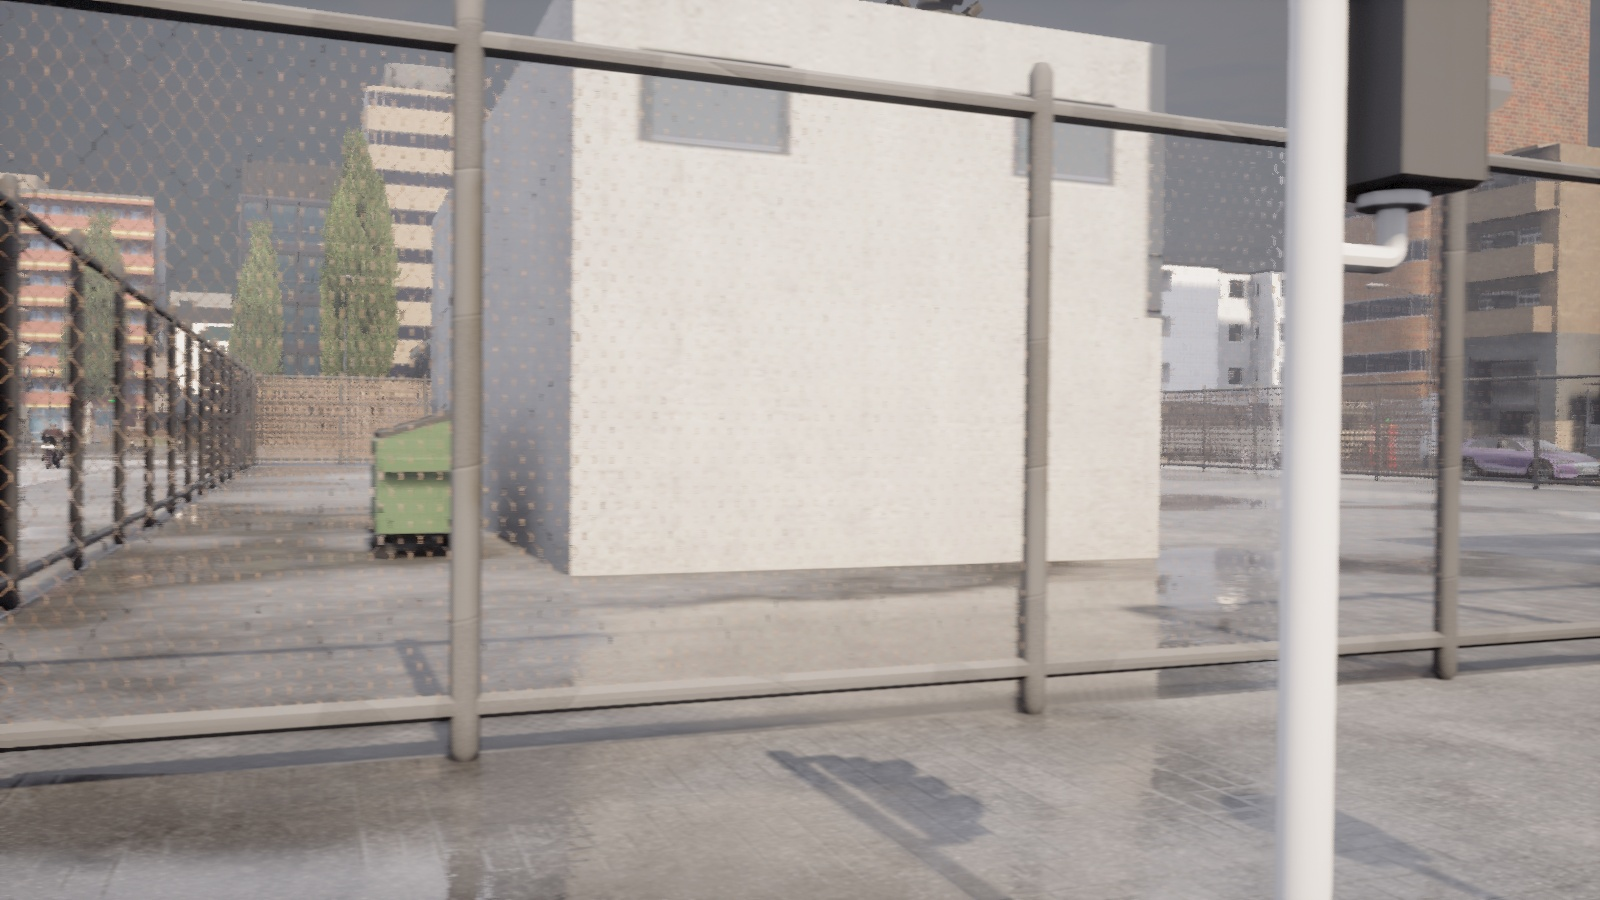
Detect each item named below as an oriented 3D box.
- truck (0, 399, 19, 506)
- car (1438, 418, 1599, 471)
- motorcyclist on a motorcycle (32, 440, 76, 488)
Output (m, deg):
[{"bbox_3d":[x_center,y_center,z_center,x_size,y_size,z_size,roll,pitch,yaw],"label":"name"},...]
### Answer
[{"bbox_3d":[-19.333,0.076,27.646,2.627,2.467,5.204,-1,1,-21],"label":"truck"},{"bbox_3d":[23.889,-0.203,41.595,2.033,1.649,4.856,-1,1,-20],"label":"car"},{"bbox_3d":[-24.634,0.435,41.505,0.866,1.530,2.191,-1,1,-22],"label":"motorcyclist on a motorcycle"}]
